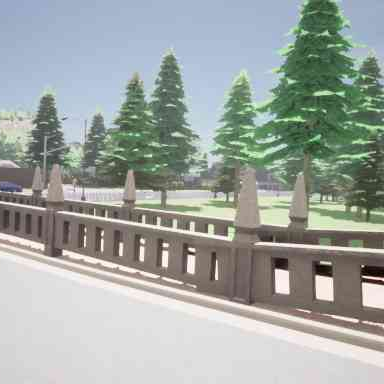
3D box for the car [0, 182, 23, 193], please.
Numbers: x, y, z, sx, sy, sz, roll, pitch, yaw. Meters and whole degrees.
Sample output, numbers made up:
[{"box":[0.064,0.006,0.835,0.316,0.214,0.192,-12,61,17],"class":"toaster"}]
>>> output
[{"box":[-21.376,-0.399,36.976,1.812,1.442,4.674,4,2,37],"class":"car"}]
